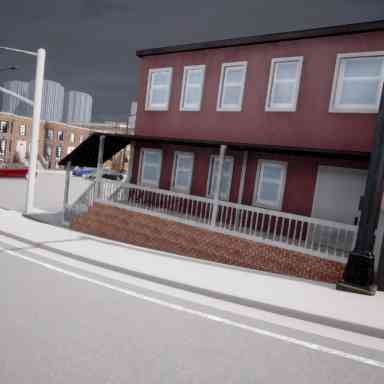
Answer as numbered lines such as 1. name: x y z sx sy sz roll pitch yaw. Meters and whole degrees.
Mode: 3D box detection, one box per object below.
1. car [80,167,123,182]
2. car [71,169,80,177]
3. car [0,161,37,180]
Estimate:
1. car: -10.722 -2.046 40.926 2.128 1.511 4.902 10 6 35
2. car: -13.246 -2.578 43.336 1.882 1.535 5.008 11 6 36
3. car: -17.391 -2.065 31.672 1.882 1.535 5.008 10 6 35
